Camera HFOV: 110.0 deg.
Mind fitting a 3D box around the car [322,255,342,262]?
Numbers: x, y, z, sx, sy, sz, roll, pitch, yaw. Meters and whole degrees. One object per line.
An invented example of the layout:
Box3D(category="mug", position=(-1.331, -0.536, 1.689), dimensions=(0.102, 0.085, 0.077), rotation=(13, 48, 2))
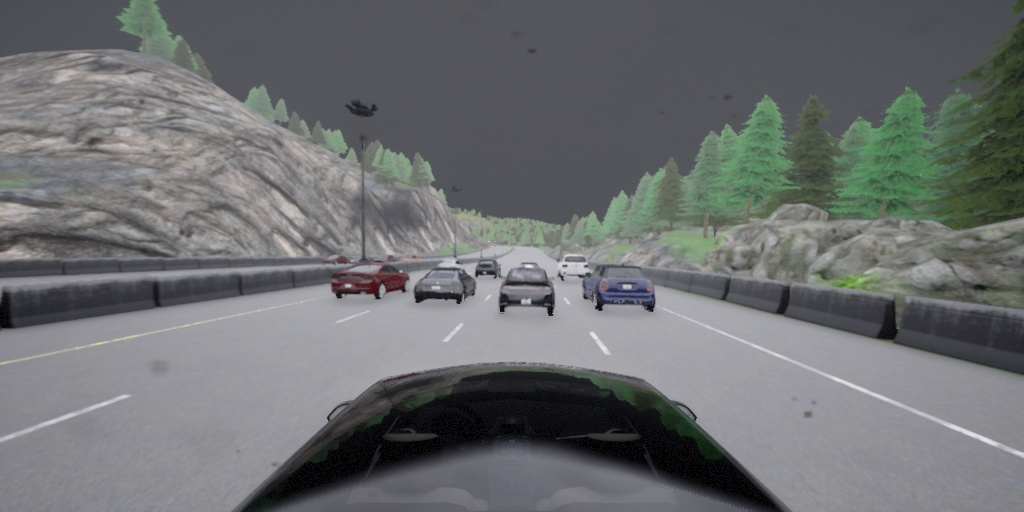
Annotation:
Box3D(category="car", position=(-25.582, 0.557, 52.163), dimensions=(1.882, 1.535, 5.008), rotation=(1, 0, 3))

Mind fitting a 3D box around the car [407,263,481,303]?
Box3D(category="car", position=(-2.796, 1.184, 15.745), dimensions=(1.994, 1.385, 4.181), rotation=(1, 0, 3))

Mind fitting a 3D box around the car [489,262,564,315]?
Box3D(category="car", position=(0.571, 1.178, 13.328), dimensions=(2.128, 1.511, 4.902), rotation=(1, 0, 3))

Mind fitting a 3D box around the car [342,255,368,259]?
Box3D(category="car", position=(-22.079, 0.625, 52.267), dimensions=(2.128, 1.511, 4.902), rotation=(1, 0, 3))

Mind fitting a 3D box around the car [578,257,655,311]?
Box3D(category="car", position=(4.156, 1.088, 14.654), dimensions=(2.097, 1.767, 4.553), rotation=(1, 0, 3))

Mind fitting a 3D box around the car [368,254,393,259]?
Box3D(category="car", position=(-18.572, 0.542, 52.304), dimensions=(2.097, 1.767, 4.553), rotation=(1, 0, 3))

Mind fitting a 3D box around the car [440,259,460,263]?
Box3D(category="car", position=(-5.464, 1.024, 31.868), dimensions=(1.812, 1.442, 4.674), rotation=(1, 0, 3))

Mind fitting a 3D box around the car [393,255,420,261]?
Box3D(category="car", position=(-15.070, 0.597, 52.326), dimensions=(2.097, 1.767, 4.553), rotation=(1, 0, 3))

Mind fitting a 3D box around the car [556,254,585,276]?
Box3D(category="car", position=(4.917, 0.898, 29.430), dimensions=(2.150, 2.045, 5.566), rotation=(1, 1, 3))

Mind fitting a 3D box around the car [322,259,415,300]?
Box3D(category="car", position=(-6.257, 1.040, 16.466), dimensions=(1.882, 1.535, 5.008), rotation=(1, -1, 3))

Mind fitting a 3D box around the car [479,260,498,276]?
Box3D(category="car", position=(-2.016, 1.064, 30.877), dimensions=(1.837, 1.490, 4.892), rotation=(1, 1, 3))
